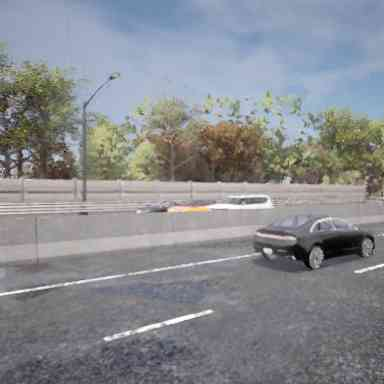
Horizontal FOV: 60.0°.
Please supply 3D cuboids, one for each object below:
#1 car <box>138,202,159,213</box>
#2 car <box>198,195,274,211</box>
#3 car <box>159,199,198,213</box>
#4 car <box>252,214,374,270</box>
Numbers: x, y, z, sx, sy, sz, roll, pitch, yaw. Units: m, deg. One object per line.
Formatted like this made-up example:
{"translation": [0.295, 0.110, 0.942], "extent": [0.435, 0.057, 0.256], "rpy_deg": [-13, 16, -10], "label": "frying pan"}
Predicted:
{"translation": [-2.254, 1.505, 28.198], "extent": [4.902, 1.511, 2.128], "rpy_deg": [0, 0, -36], "label": "car"}
{"translation": [3.454, 1.230, 23.664], "extent": [5.566, 2.045, 2.150], "rpy_deg": [0, 0, -36], "label": "car"}
{"translation": [0.149, 1.363, 25.614], "extent": [4.553, 1.767, 2.097], "rpy_deg": [0, 0, -36], "label": "car"}
{"translation": [4.169, 1.492, 11.034], "extent": [4.902, 1.511, 2.128], "rpy_deg": [0, 0, -36], "label": "car"}
